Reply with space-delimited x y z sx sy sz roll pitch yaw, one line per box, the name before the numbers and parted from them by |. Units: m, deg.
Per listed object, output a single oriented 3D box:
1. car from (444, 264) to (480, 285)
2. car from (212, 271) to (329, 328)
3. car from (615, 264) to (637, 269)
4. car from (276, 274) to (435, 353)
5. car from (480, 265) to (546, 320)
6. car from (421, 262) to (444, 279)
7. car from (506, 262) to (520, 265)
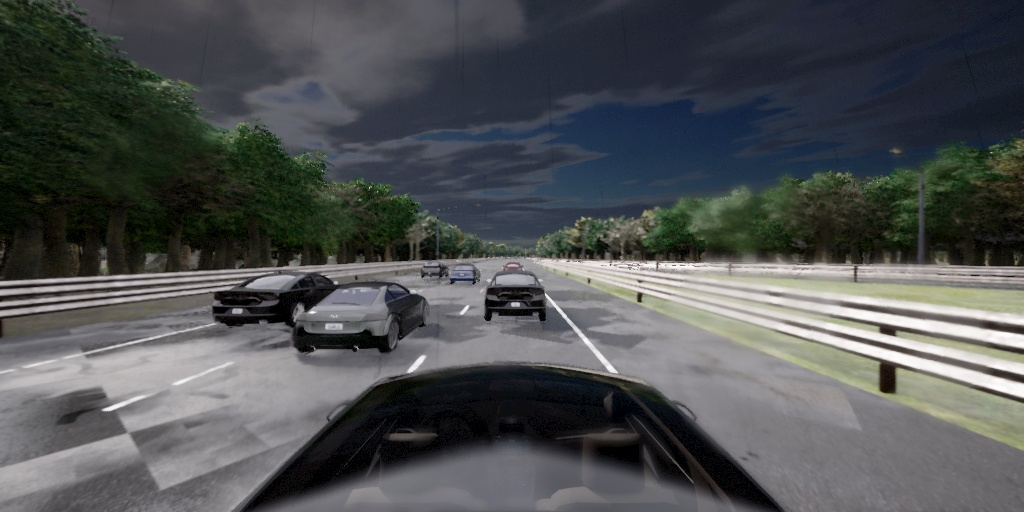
car | -3.401 1.316 26.678 2.033 1.411 5.357 0 0 0
car | -6.895 1.224 11.482 1.882 1.535 5.008 0 0 0
car | 19.481 1.590 61.063 1.895 1.301 4.718 0 0 -18
car | -3.401 1.316 8.846 1.994 1.385 4.181 0 0 0
car | 0.102 1.232 12.679 1.882 1.535 5.008 0 0 0
car | -6.894 1.267 32.483 2.128 1.511 4.902 0 0 0
car | 0.103 1.308 33.592 1.812 1.442 4.674 0 0 0
